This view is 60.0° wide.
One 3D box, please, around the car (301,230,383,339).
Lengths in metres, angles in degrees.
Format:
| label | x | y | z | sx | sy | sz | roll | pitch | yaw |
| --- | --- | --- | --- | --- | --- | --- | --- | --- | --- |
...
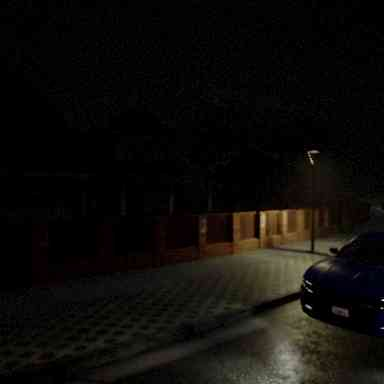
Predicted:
| label | x | y | z | sx | sy | sz | roll | pitch | yaw |
| --- | --- | --- | --- | --- | --- | --- | --- | --- | --- |
| car | 4.089 | 1.555 | 6.703 | 5.008 | 1.535 | 1.882 | 1 | -1 | -42 |

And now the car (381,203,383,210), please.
| label | x | y | z | sx | sy | sz | roll | pitch | yaw |
| --- | --- | --- | --- | --- | --- | --- | --- | --- | --- |
| car | 29.162 | 2.005 | 48.374 | 1.882 | 1.535 | 5.008 | 0 | 0 | 13 |
